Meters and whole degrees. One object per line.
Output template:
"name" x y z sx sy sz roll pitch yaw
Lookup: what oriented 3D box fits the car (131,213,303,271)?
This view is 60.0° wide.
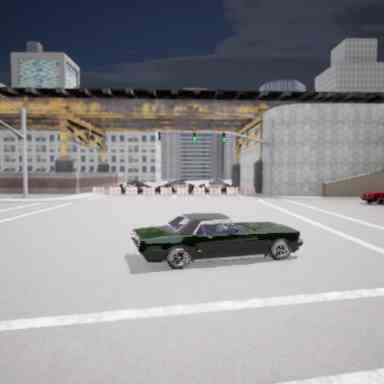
"car" 0.718 1.276 9.549 4.718 1.301 1.895 -1 4 -17

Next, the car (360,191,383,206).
"car" 15.952 0.339 26.241 4.718 1.301 1.895 0 3 -1

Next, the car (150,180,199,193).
"car" -2.041 -0.627 39.706 4.974 1.542 2.038 -2 4 -36

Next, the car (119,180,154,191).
"car" -6.686 -0.799 39.750 4.536 1.218 1.853 3 5 44

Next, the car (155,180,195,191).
"car" -1.999 -0.786 39.728 4.536 1.218 1.853 -2 4 -36

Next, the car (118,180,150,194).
"car" -6.649 -0.640 39.724 4.974 1.542 2.038 3 5 44

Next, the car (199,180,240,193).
"car" 3.330 -0.658 40.462 4.974 1.542 2.038 2 4 29

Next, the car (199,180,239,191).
"car" 3.285 -0.817 40.477 4.536 1.218 1.853 2 4 29
